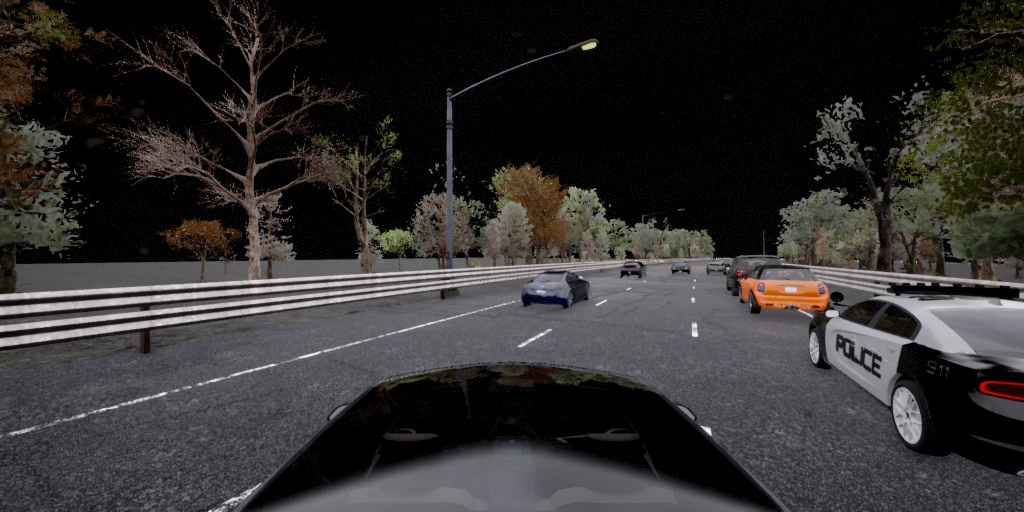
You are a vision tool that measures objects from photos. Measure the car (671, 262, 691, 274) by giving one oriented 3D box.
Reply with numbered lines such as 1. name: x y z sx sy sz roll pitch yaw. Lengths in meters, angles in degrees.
1. car: 19.294 1.370 40.810 1.895 1.301 4.718 0 0 29

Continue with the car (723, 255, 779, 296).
1. car: 12.626 0.978 18.758 2.150 2.045 5.566 0 0 27

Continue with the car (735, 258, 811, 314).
1. car: 9.918 1.102 13.421 2.097 1.767 4.553 0 0 27

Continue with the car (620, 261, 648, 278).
1. car: 11.465 1.264 33.657 1.837 1.490 4.892 0 -1 28

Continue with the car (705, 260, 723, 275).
1. car: 22.407 1.261 39.332 2.128 1.511 4.902 0 0 29

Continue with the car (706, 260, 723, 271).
1. car: 28.854 1.333 50.974 2.033 1.411 5.357 0 0 30

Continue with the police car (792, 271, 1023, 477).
1. police car: 5.603 1.175 4.695 1.930 1.638 5.238 0 0 26

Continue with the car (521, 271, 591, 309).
1. car: 1.996 1.315 15.302 1.994 1.385 4.181 0 0 26
